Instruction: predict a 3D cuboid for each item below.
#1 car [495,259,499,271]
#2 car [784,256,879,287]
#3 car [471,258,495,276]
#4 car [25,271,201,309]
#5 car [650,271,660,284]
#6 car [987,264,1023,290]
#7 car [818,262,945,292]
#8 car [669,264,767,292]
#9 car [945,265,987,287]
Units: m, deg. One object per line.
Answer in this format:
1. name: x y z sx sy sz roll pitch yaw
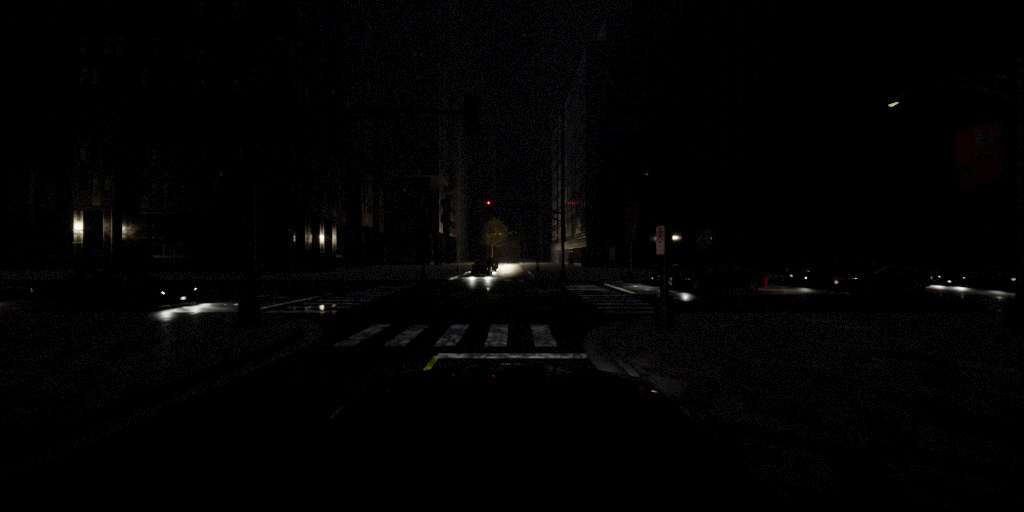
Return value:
1. car: -3.115 1.098 47.261 2.097 1.767 4.553 0 0 0
2. car: 21.585 0.986 24.097 5.566 2.045 2.150 0 0 1
3. car: -3.101 1.225 37.480 1.882 1.535 5.008 0 0 1
4. car: -15.762 1.293 14.306 5.357 1.411 2.033 0 0 0
5. car: 11.853 1.257 24.161 4.892 1.490 1.837 0 0 -1
6. car: 31.944 1.006 20.813 5.566 2.045 2.150 0 0 0
7. car: 21.331 1.261 20.862 4.902 1.511 2.128 0 0 0
8. car: 12.007 1.236 20.905 5.008 1.535 1.882 0 0 1
9. car: 32.040 1.326 24.062 5.357 1.411 2.033 0 0 0
